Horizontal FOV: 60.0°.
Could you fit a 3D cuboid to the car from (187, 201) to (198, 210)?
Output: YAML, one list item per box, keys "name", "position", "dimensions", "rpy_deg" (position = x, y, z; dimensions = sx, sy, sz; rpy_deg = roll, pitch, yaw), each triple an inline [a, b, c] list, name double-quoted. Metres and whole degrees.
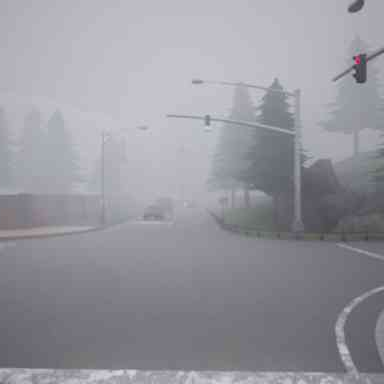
- name: "car"
  position: [0.089, 2.226, 56.480]
  dimensions: [2.128, 1.511, 4.902]
  rpy_deg: [0, -1, 0]

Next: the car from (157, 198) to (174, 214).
- name: "car"
  position: [-3.572, 1.782, 43.026]
  dimensions: [2.150, 2.045, 5.566]
  rpy_deg: [0, -1, 0]

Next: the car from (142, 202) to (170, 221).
- name: "car"
  position: [-3.583, 1.973, 32.609]
  dimensions: [2.033, 1.411, 5.357]
  rpy_deg: [0, -1, 0]
